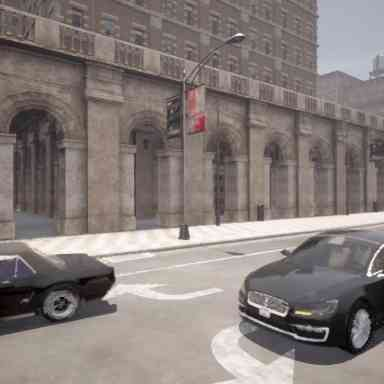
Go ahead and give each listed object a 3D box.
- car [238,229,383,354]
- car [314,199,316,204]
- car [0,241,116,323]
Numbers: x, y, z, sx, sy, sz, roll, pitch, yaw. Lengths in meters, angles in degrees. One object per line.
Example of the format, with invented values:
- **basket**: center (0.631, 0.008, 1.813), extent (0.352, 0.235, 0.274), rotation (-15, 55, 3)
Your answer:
- **car**: center (3.002, 1.506, 6.215), extent (4.892, 1.490, 1.837), rotation (1, 0, -36)
- **car**: center (20.450, 1.595, 60.727), extent (1.895, 1.301, 4.718), rotation (0, 0, -37)
- **car**: center (-3.865, 1.601, 5.704), extent (4.718, 1.301, 1.895), rotation (0, 0, -34)
